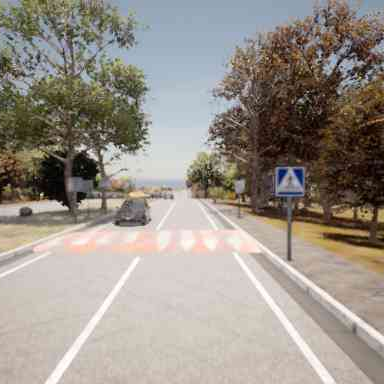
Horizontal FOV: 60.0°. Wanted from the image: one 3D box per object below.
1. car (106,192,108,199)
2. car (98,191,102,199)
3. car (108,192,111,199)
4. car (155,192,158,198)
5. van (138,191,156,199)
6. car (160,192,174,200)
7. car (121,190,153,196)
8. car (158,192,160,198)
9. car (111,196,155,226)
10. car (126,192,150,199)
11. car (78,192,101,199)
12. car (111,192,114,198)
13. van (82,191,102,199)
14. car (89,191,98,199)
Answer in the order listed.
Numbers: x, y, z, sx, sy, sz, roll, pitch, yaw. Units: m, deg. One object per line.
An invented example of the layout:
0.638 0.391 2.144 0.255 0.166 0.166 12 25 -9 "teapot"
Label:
-24.881 0.872 85.933 4.553 1.767 2.185 0 -1 -1 "car"
-24.580 0.842 77.628 5.366 1.575 1.946 0 -1 -1 "car"
-24.954 1.046 88.575 5.008 1.535 2.097 0 -1 -1 "car"
-11.704 0.628 80.419 5.566 2.045 2.435 0 -1 -1 "car"
-11.997 0.808 88.741 4.442 1.987 1.878 0 -1 -1 "van"
-4.357 0.721 62.688 2.128 1.511 4.902 0 0 0 "car"
-11.350 0.720 69.331 5.366 1.575 1.946 0 -1 -1 "car"
-11.935 1.084 91.515 5.008 1.535 2.097 0 -1 -1 "car"
-3.668 1.234 21.274 1.837 1.490 4.892 0 1 -1 "car"
-11.590 0.752 72.095 4.892 1.521 2.231 0 -1 -1 "car"
-24.807 0.896 80.391 4.892 1.521 2.231 0 -1 -1 "car"
-25.005 1.100 91.469 5.008 1.535 2.097 0 -1 -1 "car"
-24.980 0.720 83.163 4.442 1.987 1.878 0 -1 -1 "van"
-24.744 0.549 74.860 5.566 2.045 2.435 0 -1 -1 "car"
